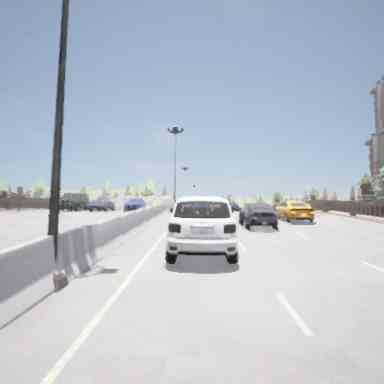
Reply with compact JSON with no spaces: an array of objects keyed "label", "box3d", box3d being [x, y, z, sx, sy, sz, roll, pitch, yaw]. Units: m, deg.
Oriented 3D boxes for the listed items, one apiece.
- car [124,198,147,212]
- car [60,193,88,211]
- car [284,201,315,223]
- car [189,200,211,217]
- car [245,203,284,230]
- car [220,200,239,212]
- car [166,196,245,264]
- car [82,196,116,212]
[{"label":"car","box3d":[-6.216,1.396,36.961,1.882,1.535,5.008,0,-2,1]},{"label":"car","box3d":[-13.207,1.139,37.293,2.150,2.045,5.566,0,-2,1]},{"label":"car","box3d":[7.629,1.403,25.024,1.882,1.535,5.008,0,0,1]},{"label":"car","box3d":[0.752,1.463,30.772,1.895,1.301,4.718,0,0,1]},{"label":"car","box3d":[4.032,1.429,20.641,1.837,1.490,4.892,0,1,1]},{"label":"car","box3d":[4.452,1.667,39.984,1.994,1.385,4.181,0,-2,1]},{"label":"car","box3d":[0.341,1.162,11.801,2.150,2.045,5.566,0,0,1]},{"label":"car","box3d":[-9.739,1.413,36.224,2.033,1.411,5.357,0,-1,2]}]
